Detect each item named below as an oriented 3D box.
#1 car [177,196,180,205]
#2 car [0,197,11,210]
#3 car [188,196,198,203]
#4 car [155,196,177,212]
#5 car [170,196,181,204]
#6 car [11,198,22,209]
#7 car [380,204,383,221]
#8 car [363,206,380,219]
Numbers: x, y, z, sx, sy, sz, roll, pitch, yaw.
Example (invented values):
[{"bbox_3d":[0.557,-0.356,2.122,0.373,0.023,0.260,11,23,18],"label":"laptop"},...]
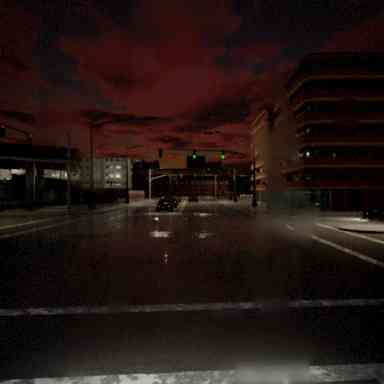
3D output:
[{"bbox_3d":[-3.191,1.340,47.520,2.097,1.767,4.553,0,0,0],"label":"car"},{"bbox_3d":[-23.297,1.285,36.885,4.611,1.667,2.242,0,0,1],"label":"car"},{"bbox_3d":[0.237,1.488,66.986,1.837,1.490,4.892,0,0,0],"label":"car"},{"bbox_3d":[-3.081,1.495,38.316,1.837,1.490,4.892,0,0,-1],"label":"car"},{"bbox_3d":[-3.261,1.547,66.729,1.994,1.385,4.181,0,0,0],"label":"car"},{"bbox_3d":[-24.011,1.445,42.637,3.806,1.475,1.970,0,0,1],"label":"car"},{"bbox_3d":[16.311,1.595,23.462,4.718,1.301,1.895,0,0,-3],"label":"car"},{"bbox_3d":[16.229,1.557,26.945,4.181,1.385,1.994,0,0,1],"label":"car"}]
